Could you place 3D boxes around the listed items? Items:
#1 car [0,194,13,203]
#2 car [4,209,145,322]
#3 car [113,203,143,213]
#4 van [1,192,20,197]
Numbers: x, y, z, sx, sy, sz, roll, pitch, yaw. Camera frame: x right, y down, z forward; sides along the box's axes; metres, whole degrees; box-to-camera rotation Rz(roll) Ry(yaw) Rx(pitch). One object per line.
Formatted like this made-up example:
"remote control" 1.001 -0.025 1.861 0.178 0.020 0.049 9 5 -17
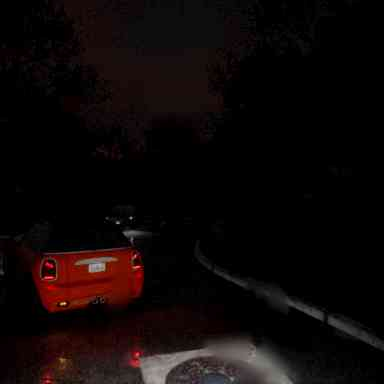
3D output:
"car" -33.205 1.053 56.367 4.792 1.488 2.163 1 1 -38
"car" -2.877 1.352 7.621 2.097 1.767 4.553 1 -1 -34
"car" -4.242 1.465 21.353 1.812 1.442 4.674 0 1 0
"van" -28.199 1.051 49.709 4.442 1.987 1.878 1 1 -38
